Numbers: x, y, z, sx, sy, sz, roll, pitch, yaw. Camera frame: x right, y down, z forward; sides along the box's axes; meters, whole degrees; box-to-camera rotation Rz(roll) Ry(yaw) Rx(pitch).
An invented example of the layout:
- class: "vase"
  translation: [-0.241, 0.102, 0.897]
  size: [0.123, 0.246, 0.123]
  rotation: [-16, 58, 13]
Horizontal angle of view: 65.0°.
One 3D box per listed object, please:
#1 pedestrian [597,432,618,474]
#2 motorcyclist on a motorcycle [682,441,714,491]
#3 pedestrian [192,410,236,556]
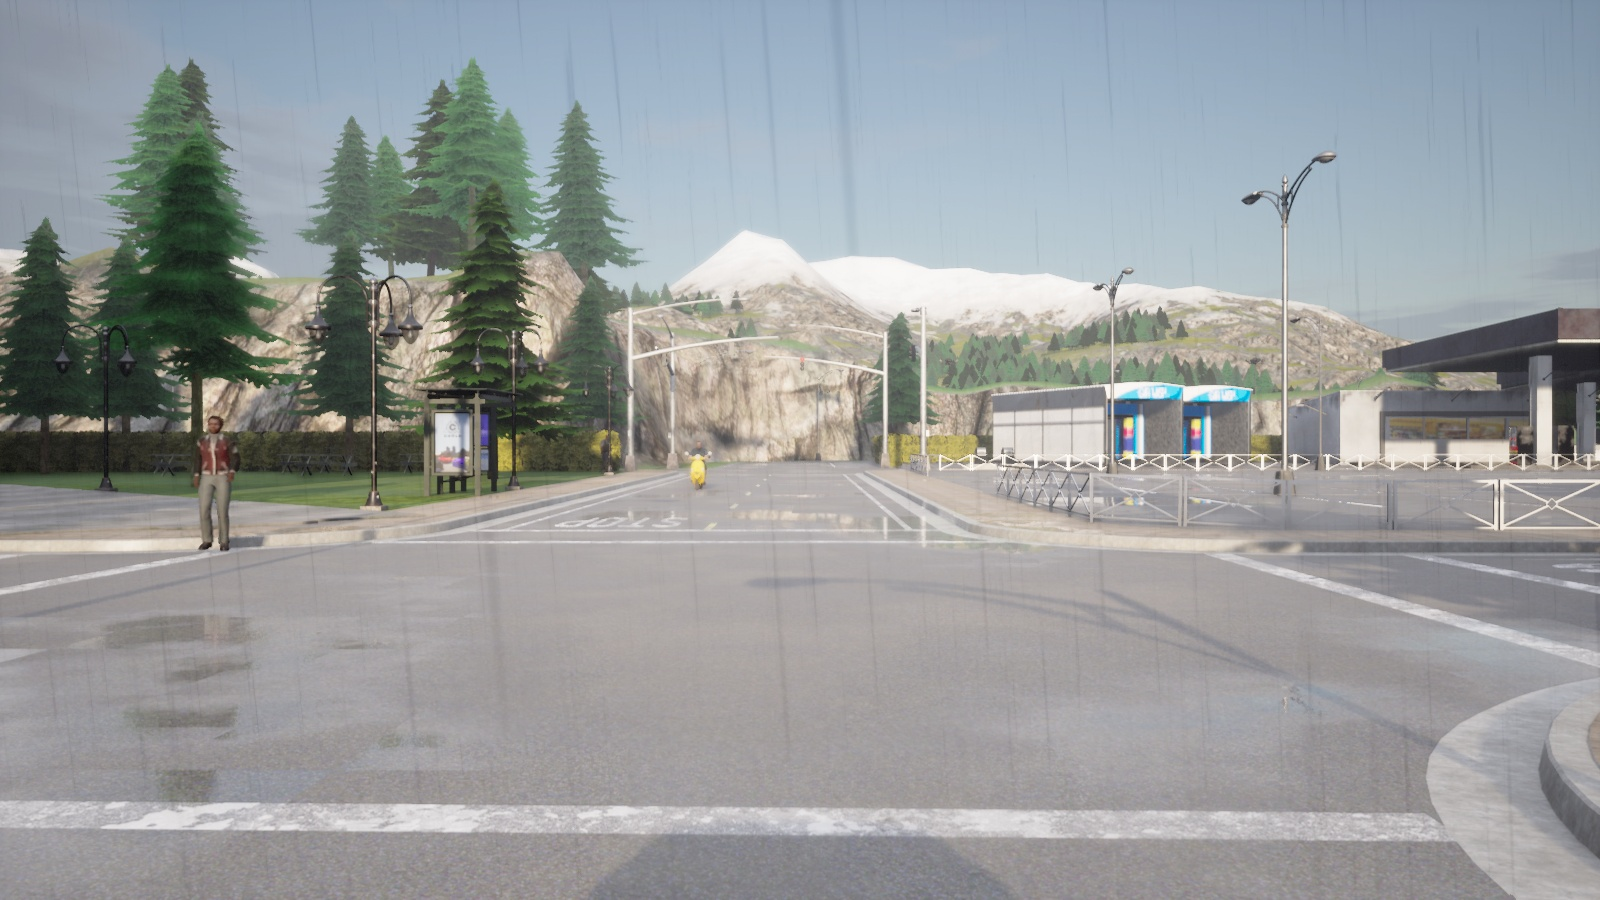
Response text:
- class: "pedestrian"
  translation: [-8.644, 0.118, 56.419]
  size: [0.563, 1.883, 0.849]
  rotation: [0, 0, -39]
- class: "motorcyclist on a motorcycle"
  translation: [-3.256, 0.499, 40.298]
  size: [0.866, 1.590, 1.817]
  rotation: [0, 0, 0]
- class: "pedestrian"
  translation: [-7.894, 0.430, 16.927]
  size: [0.402, 1.930, 0.666]
  rotation: [0, 0, -12]
